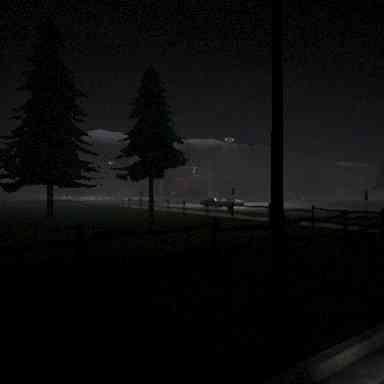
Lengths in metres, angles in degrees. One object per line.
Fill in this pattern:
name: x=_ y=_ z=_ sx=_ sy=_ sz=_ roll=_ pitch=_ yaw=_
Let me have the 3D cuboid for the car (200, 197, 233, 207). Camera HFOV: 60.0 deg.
car: x=3.388 y=1.599 z=50.538 sx=2.033 sy=1.411 sz=5.357 roll=0 pitch=0 yaw=-35

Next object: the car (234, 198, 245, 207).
car: x=6.251 y=1.557 z=52.551 sx=1.812 sy=1.442 sz=4.674 roll=0 pitch=0 yaw=-35
